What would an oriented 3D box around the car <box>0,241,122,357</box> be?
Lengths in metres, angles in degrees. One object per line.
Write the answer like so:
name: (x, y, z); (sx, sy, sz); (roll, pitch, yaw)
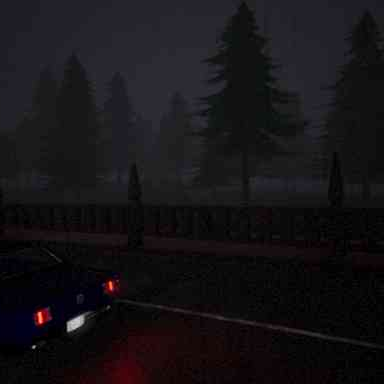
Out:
car: (-3.601, 1.510, 5.461); (4.718, 1.301, 1.895); (0, 2, 25)
